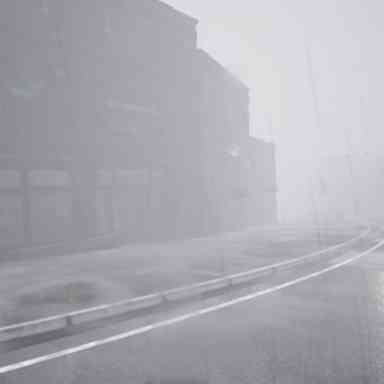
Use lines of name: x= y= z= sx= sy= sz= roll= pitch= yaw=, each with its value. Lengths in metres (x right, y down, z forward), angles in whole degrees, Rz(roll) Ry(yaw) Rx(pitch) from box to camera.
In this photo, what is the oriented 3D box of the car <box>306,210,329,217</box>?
car: x=21.170 y=3.628 z=56.126 sx=1.895 sy=1.301 sz=4.718 roll=-1 pitch=-5 yaw=-6
